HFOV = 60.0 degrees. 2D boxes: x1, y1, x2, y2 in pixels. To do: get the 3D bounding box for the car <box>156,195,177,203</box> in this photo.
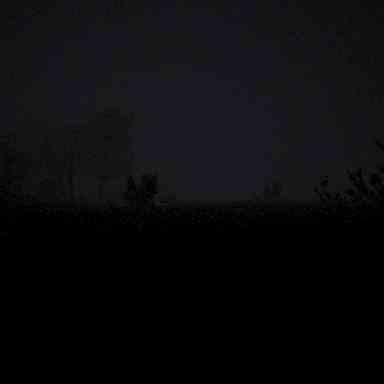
[{"bbox_3d":[-4.700,1.317,60.923,1.837,1.490,4.892,-1,0,35],"label":"car"}]
